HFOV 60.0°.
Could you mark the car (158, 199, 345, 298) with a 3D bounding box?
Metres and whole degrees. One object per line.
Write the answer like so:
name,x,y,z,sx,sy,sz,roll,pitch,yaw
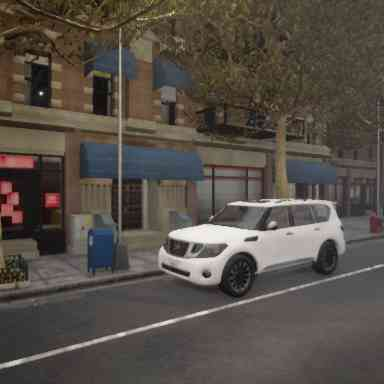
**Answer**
car,1.840,1.224,8.932,5.566,2.045,2.435,0,0,-36
